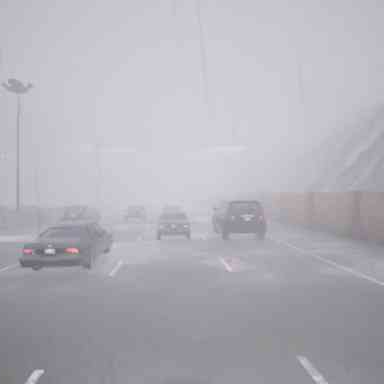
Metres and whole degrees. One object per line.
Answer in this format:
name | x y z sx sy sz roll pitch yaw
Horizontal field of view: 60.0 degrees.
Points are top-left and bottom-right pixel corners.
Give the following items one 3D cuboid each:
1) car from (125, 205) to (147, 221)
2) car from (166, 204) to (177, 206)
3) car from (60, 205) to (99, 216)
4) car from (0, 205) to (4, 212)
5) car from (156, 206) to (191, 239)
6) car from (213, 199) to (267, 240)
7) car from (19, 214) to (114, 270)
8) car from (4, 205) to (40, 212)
car | -5.498 2.006 32.889 2.033 1.411 5.357 -1 -1 -4
car | -2.248 2.029 36.159 1.994 1.385 4.181 -1 -1 -5
car | -8.484 1.752 25.513 2.097 1.767 4.553 -1 -1 -4
car | -23.829 2.285 40.188 2.033 1.411 5.357 -1 -1 -5
car | -1.057 1.792 19.016 2.033 1.411 5.357 -1 -1 -4
car | 2.477 1.423 18.488 2.150 2.045 5.566 -1 -1 -3
car | -4.125 1.736 11.813 2.033 1.411 5.357 -1 -1 -3
car | -20.367 2.256 40.779 2.033 1.411 5.357 -1 -1 -5
